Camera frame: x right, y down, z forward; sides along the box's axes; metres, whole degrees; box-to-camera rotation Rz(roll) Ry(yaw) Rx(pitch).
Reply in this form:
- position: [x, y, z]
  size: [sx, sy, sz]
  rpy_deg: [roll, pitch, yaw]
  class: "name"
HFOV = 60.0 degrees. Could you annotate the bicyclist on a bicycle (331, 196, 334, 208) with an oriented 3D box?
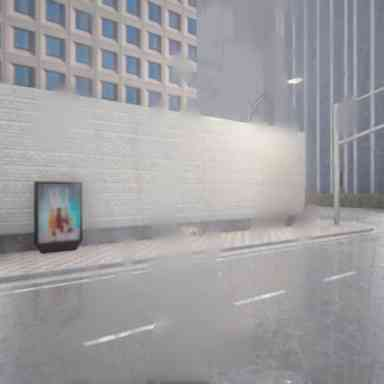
- position: [18.876, 1.295, 44.102]
  size: [1.656, 1.620, 0.582]
  rpy_deg: [0, 0, -36]
  class: "bicyclist on a bicycle"
